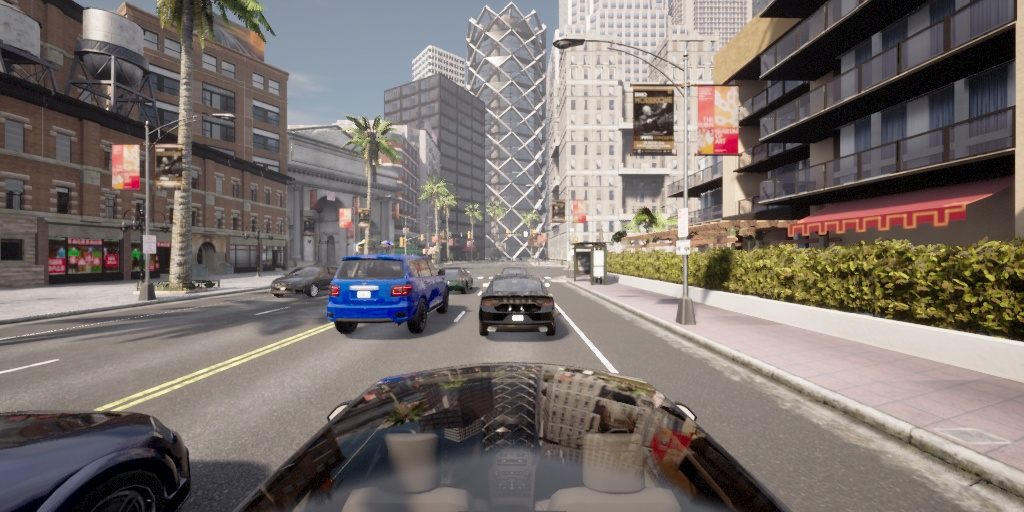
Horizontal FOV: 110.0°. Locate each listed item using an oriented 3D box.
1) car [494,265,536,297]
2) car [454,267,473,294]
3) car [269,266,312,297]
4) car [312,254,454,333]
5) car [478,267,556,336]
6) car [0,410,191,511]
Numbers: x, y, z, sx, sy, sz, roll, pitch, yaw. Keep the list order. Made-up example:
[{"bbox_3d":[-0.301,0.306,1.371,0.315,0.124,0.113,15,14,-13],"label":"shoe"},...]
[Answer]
[{"bbox_3d":[0.144,1.297,20.061,2.033,1.411,5.357,0,0,0],"label":"car"},{"bbox_3d":[-3.350,1.314,20.235,1.994,1.385,4.181,0,0,0],"label":"car"},{"bbox_3d":[-10.461,1.263,18.805,1.837,1.490,4.892,0,0,0],"label":"car"},{"bbox_3d":[-3.376,0.971,10.876,2.150,2.045,5.566,0,0,0],"label":"car"},{"bbox_3d":[0.131,1.228,10.471,1.882,1.535,5.008,0,0,0],"label":"car"},{"bbox_3d":[-3.341,1.314,0.867,1.994,1.385,4.181,0,0,0],"label":"car"}]
